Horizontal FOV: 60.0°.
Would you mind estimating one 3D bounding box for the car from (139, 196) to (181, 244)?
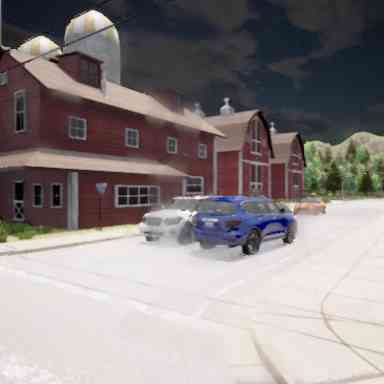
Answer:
[{"bbox_3d":[-0.030,1.197,15.877,2.150,2.045,5.566,0,0,35],"label":"car"}]

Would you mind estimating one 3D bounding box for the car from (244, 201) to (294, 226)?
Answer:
[{"bbox_3d":[5.667,1.480,24.101,1.837,1.490,4.892,0,0,35],"label":"car"}]

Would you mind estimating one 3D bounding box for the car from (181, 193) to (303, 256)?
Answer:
[{"bbox_3d":[2.280,1.196,13.367,2.150,2.045,5.566,0,0,39],"label":"car"}]

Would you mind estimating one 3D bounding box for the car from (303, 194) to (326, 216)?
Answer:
[{"bbox_3d":[11.539,1.327,32.559,2.097,1.767,4.553,0,0,35],"label":"car"}]
